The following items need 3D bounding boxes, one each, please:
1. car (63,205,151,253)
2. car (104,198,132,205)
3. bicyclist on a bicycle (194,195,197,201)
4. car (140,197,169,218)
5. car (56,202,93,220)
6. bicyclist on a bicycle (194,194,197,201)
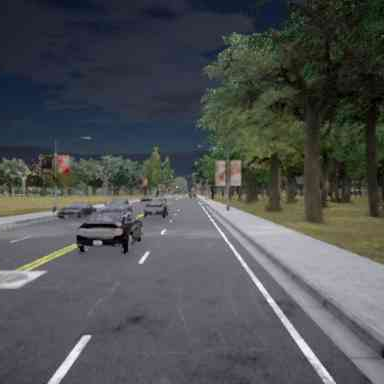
[{"bbox_3d":[-3.159,1.489,13.571,2.128,1.511,4.902,0,0,0],"label":"car"},{"bbox_3d":[-6.609,1.358,29.457,2.097,1.767,4.553,0,0,0],"label":"car"},{"bbox_3d":[0.856,1.514,88.964,0.866,1.612,1.509,0,0,0],"label":"bicyclist on a bicycle"},{"bbox_3d":[-3.164,1.498,30.050,2.128,1.511,4.902,0,0,0],"label":"car"},{"bbox_3d":[-9.861,1.553,28.786,2.033,1.411,5.357,0,0,0],"label":"car"},{"bbox_3d":[0.863,1.432,79.962,0.659,1.776,1.843,0,0,0],"label":"bicyclist on a bicycle"}]
